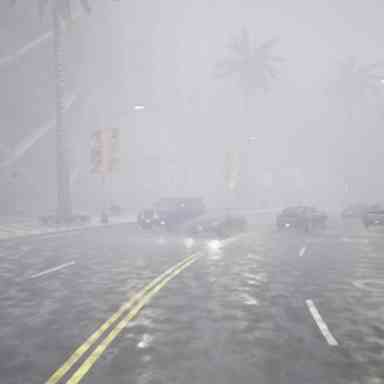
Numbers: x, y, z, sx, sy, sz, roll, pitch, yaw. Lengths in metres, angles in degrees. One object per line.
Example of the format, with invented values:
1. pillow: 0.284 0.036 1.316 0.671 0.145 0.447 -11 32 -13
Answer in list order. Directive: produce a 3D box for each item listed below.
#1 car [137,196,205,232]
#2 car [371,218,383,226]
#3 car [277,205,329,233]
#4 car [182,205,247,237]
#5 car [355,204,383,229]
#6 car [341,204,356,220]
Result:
1. car: -1.080 1.301 21.255 2.150 2.045 5.566 0 0 32
2. car: 3.964 1.367 3.339 2.097 1.767 4.553 0 0 5
3. car: 6.922 1.588 20.589 1.837 1.490 4.892 0 0 39
4. car: 1.614 1.598 18.909 1.812 1.442 4.674 0 0 31
5. car: 12.702 1.580 21.598 2.128 1.511 4.902 0 0 44
6. car: 14.730 1.678 28.530 4.181 1.385 1.994 0 0 -32
